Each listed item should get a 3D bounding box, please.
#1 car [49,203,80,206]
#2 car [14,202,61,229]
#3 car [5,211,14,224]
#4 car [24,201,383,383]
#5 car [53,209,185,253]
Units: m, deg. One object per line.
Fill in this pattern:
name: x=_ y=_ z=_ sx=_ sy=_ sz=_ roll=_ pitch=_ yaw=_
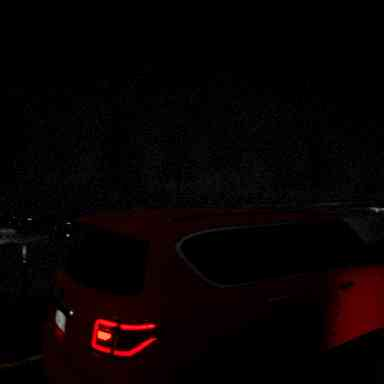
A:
car: x=-4.716 y=1.504 z=17.824 sx=4.902 sy=1.511 sz=2.128 roll=0 pitch=0 yaw=-35
car: x=-7.659 y=1.501 z=20.025 sx=4.902 sy=1.511 sz=2.128 roll=0 pitch=0 yaw=-35
car: x=-9.911 y=1.487 z=22.718 sx=5.008 sy=1.535 sz=1.882 roll=0 pitch=0 yaw=-36
car: x=1.026 y=1.226 z=4.478 sx=5.566 sy=2.045 sz=2.150 roll=0 pitch=0 yaw=-35
car: x=-3.078 y=1.559 z=14.694 sx=5.357 sy=1.411 sz=2.033 roll=0 pitch=0 yaw=-35
